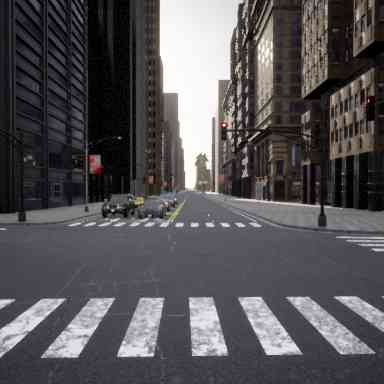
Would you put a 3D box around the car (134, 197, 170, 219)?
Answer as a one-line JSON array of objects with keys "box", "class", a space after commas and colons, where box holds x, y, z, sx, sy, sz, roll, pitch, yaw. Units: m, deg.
[{"box": [-3.399, 1.323, 29.054, 2.097, 1.767, 4.553, 0, 0, 0], "class": "car"}]

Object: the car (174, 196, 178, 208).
[{"box": [-3.443, 1.501, 48.061, 1.994, 1.385, 4.181, 0, 0, -1], "class": "car"}]

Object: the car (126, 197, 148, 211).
[{"box": [-6.663, 1.428, 40.663, 1.882, 1.535, 5.008, 0, 0, 0], "class": "car"}]

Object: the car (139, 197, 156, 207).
[{"box": [-6.687, 1.497, 50.554, 1.994, 1.385, 4.181, 0, 0, 0], "class": "car"}]

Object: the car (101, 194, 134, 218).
[{"box": [-6.654, 1.190, 30.658, 2.150, 2.045, 5.566, 0, 0, 0], "class": "car"}]

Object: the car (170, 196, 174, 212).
[{"box": [-3.418, 1.481, 38.036, 1.812, 1.442, 4.674, 0, 0, 0], "class": "car"}]

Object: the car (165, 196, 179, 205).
[{"box": [-3.422, 1.465, 58.478, 2.033, 1.411, 5.357, 0, 0, 0], "class": "car"}]
